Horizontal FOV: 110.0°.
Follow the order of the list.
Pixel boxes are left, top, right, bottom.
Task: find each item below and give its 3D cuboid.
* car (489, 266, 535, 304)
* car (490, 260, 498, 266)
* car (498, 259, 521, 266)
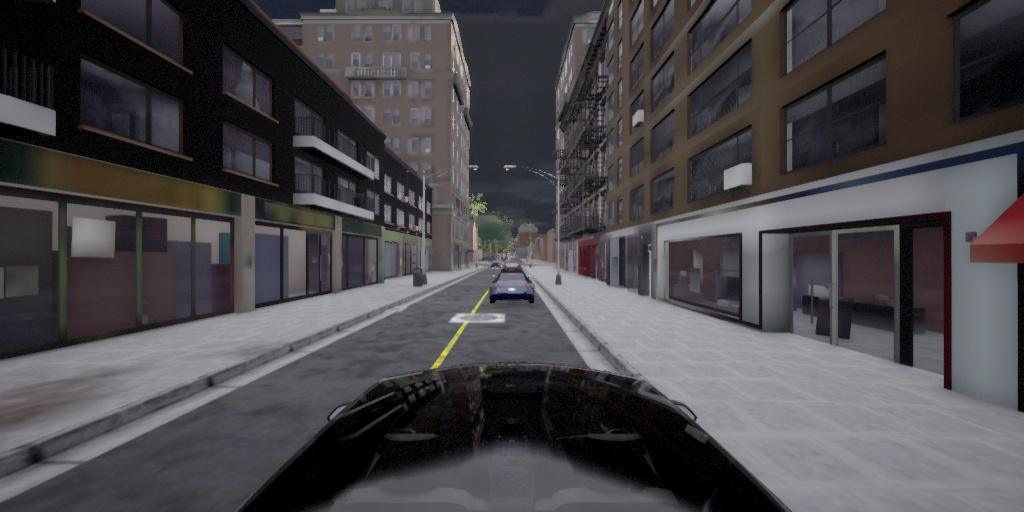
[{"bbox_3d":[0.000,1.325,16.500,1.994,1.385,4.181,0,0,0],"label":"car"},{"bbox_3d":[-2.750,1.407,62.501,2.033,1.411,5.357,0,0,0],"label":"car"},{"bbox_3d":[0.000,1.248,31.501,1.882,1.535,5.008,0,0,0],"label":"car"}]
